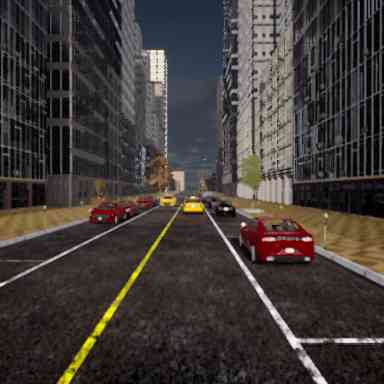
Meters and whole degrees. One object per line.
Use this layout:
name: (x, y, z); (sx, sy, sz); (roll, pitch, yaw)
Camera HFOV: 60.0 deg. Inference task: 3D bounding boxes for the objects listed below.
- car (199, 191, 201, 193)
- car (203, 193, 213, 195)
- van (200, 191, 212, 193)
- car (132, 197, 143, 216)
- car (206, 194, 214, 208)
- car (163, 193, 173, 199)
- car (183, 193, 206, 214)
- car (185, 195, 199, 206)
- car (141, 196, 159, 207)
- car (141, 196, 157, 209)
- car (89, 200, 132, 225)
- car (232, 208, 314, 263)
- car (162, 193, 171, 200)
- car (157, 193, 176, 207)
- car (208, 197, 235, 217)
car: (2.725, 0.951, 62.625); (1.967, 1.590, 4.097); (0, 0, 0)
car: (2.719, 1.172, 51.242); (1.947, 1.339, 4.313); (0, 0, 0)
van: (2.722, 0.900, 56.934); (1.690, 1.788, 3.998); (0, 0, 0)
car: (-5.674, 1.370, 28.486); (1.802, 1.307, 4.206); (0, 0, 0)
car: (2.713, 1.265, 39.858); (1.947, 1.339, 4.313); (0, 0, 0)
car: (-5.647, 0.912, 79.718); (2.008, 1.369, 4.403); (0, 1, 0)
car: (0.110, 1.218, 31.983); (1.801, 1.575, 5.366); (0, 1, 0)
car: (0.032, 1.199, 47.750); (1.994, 1.385, 4.181); (0, 1, 0)
car: (-5.665, 1.219, 45.563); (1.947, 1.339, 4.313); (0, 0, 0)
car: (-5.668, 1.243, 39.870); (1.887, 1.381, 4.507); (0, 0, 0)
car: (-5.676, 1.377, 22.792); (1.887, 1.381, 4.507); (0, 0, 0)
car: (2.698, 1.463, 11.397); (1.887, 1.381, 4.507); (0, 0, 0)
car: (-5.650, 0.939, 73.854); (1.752, 1.417, 4.829); (0, 0, 0)
car: (-3.067, 1.149, 43.325); (1.882, 1.535, 5.008); (0, 1, 0)
car: (2.707, 1.354, 28.474); (1.947, 1.339, 4.313); (0, 0, 0)
